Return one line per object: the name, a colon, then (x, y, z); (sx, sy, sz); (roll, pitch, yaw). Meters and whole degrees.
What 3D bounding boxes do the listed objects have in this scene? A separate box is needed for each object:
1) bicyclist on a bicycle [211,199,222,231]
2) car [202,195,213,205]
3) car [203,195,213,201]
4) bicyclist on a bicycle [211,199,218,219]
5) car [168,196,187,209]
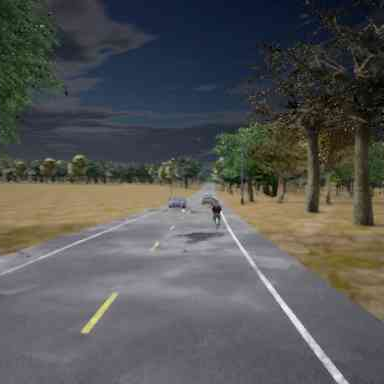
bicyclist on a bicycle: (1.433, 1.339, 19.110); (0.659, 1.776, 1.843); (0, 0, 3)
car: (2.647, 1.348, 55.866); (2.128, 1.511, 4.902); (0, 0, 3)
car: (3.639, 1.302, 74.256); (2.033, 1.411, 5.357); (0, 0, 3)
bicyclist on a bicycle: (1.904, 1.399, 28.134); (0.582, 1.620, 1.656); (0, 0, 3)
car: (-1.815, 1.248, 42.547); (2.097, 1.767, 4.553); (0, 0, 4)
